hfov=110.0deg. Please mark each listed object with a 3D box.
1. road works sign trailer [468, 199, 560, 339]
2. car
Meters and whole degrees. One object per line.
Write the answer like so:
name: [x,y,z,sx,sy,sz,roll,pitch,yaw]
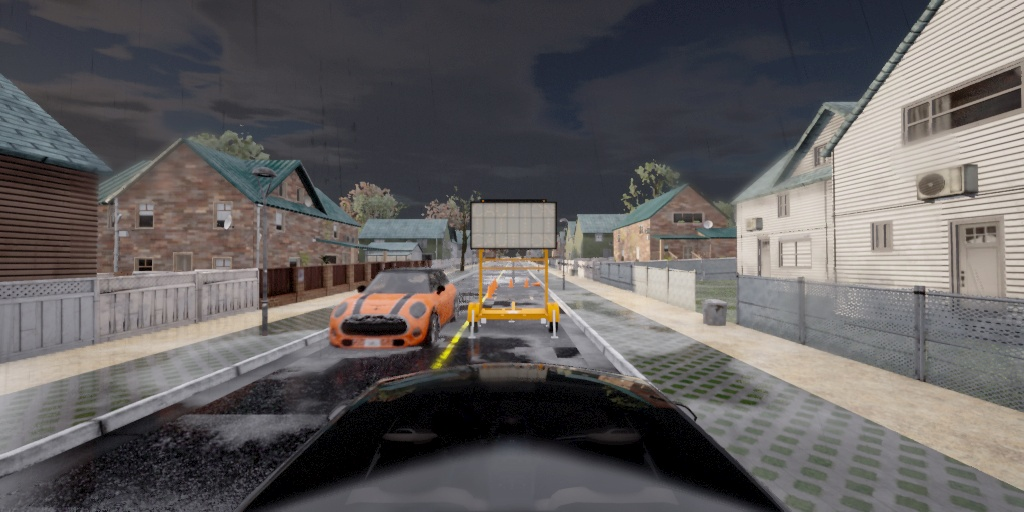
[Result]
road works sign trailer: [0.042,0.217,10.112,2.380,3.560,2.880,0,0,0]
car: [-2.712,1.104,9.238,2.097,1.767,4.553,0,0,0]
